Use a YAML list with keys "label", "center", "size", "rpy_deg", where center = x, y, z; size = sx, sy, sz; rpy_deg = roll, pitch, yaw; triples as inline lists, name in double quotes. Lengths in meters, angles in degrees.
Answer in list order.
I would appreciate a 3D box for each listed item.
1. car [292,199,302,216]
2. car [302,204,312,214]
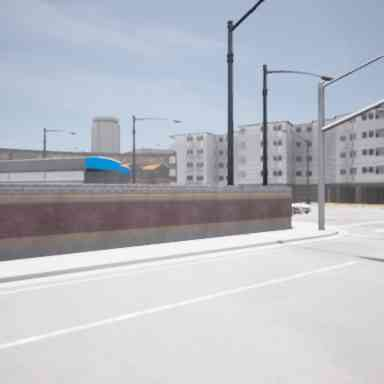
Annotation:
- label: "car"
  center: [7.336, 1.427, 30.722]
  size: [1.837, 1.490, 4.892]
  rpy_deg: [0, 0, -35]
- label: "car"
  center: [9.717, 1.436, 33.438]
  size: [1.812, 1.442, 4.674]
  rpy_deg: [0, 0, -36]
